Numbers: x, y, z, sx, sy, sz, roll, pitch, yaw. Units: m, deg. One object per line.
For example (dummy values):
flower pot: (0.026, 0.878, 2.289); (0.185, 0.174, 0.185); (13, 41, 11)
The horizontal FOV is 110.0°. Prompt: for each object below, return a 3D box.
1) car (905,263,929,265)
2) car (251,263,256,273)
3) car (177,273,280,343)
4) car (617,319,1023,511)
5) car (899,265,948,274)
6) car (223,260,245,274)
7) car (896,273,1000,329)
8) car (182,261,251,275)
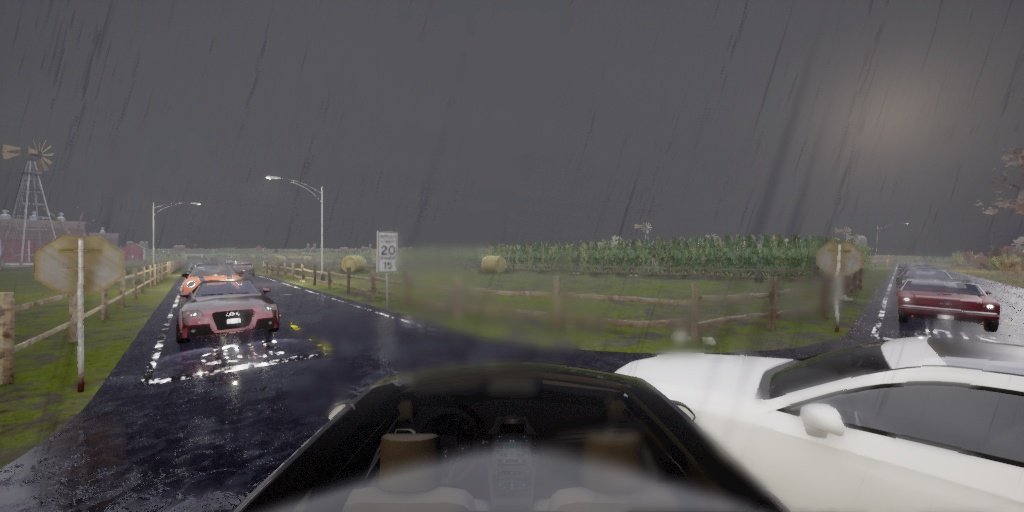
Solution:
car: (27.437, 1.387, 24.110); (4.181, 1.385, 1.994); (0, 1, -43)
car: (-26.852, 1.269, 35.729); (2.128, 1.511, 4.902); (0, 0, -41)
car: (-7.906, 1.352, 9.946); (1.994, 1.385, 4.181); (0, 0, -42)
car: (2.846, 1.293, 2.320); (1.812, 1.442, 4.674); (0, 1, -44)
car: (20.659, 1.353, 17.880); (5.357, 1.411, 2.033); (0, 1, -43)
car: (-33.546, 1.288, 43.211); (1.837, 1.490, 4.892); (0, 0, -41)
car: (13.558, 1.392, 11.342); (4.718, 1.301, 1.895); (0, 1, -43)
car: (-13.658, 1.134, 16.451); (2.097, 1.767, 4.553); (0, 0, -42)
